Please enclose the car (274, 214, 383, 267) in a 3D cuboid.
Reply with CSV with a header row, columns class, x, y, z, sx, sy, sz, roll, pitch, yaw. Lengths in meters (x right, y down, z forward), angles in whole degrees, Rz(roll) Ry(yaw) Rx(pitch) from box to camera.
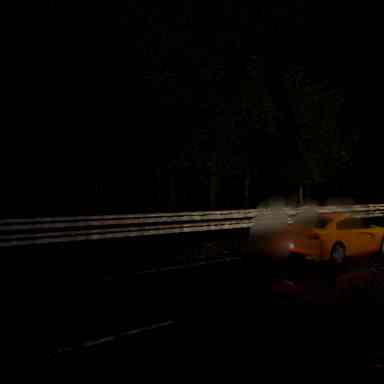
class,x,y,z,sx,sy,sz,roll,pitch,yaw
car,5.046,1.500,11.649,5.008,1.535,1.882,0,0,-35
